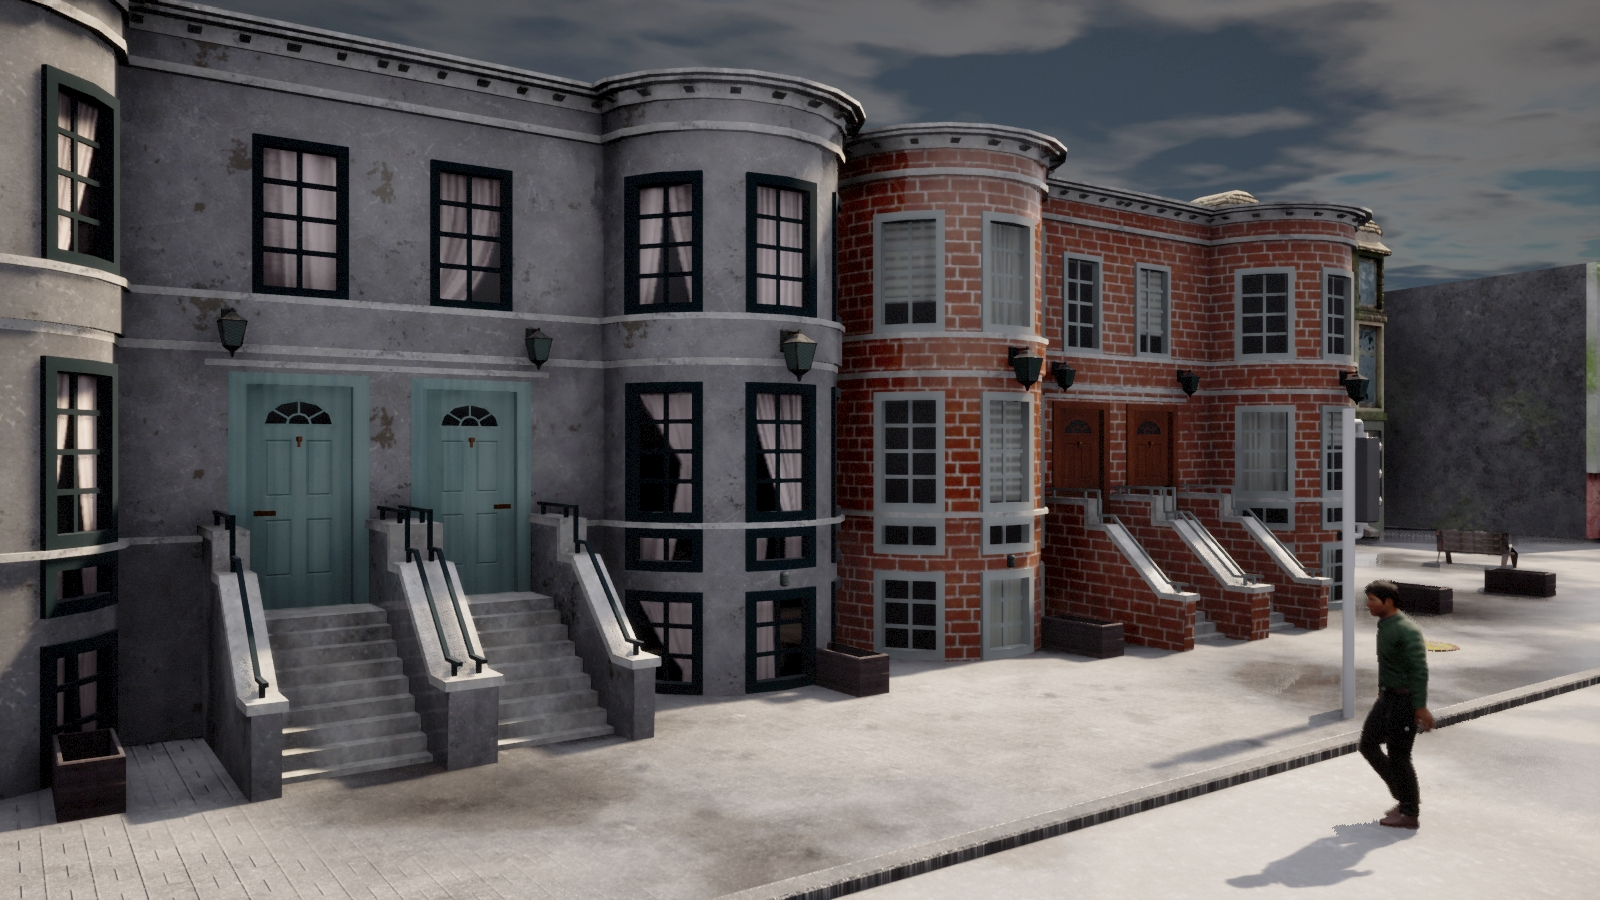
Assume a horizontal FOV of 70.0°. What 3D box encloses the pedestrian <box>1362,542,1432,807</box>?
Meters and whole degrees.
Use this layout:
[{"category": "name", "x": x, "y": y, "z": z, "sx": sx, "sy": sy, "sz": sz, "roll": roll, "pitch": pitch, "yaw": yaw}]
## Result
[{"category": "pedestrian", "x": 4.387, "y": 1.629, "z": 8.414, "sx": 0.375, "sy": 1.860, "sz": 0.375, "roll": 0, "pitch": 0, "yaw": 13}]
